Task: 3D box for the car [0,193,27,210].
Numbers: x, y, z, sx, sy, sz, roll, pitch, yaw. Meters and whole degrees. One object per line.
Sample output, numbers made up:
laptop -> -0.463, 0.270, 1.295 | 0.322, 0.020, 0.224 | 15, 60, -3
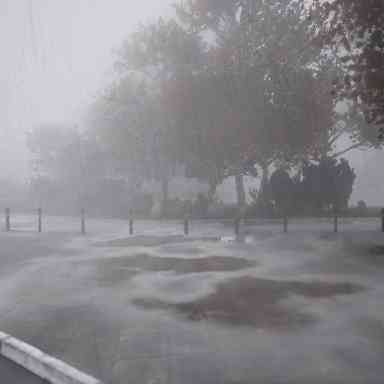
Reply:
car -> -20.975, 1.248, 37.521 | 2.185, 1.767, 4.553 | 1, 1, 34
